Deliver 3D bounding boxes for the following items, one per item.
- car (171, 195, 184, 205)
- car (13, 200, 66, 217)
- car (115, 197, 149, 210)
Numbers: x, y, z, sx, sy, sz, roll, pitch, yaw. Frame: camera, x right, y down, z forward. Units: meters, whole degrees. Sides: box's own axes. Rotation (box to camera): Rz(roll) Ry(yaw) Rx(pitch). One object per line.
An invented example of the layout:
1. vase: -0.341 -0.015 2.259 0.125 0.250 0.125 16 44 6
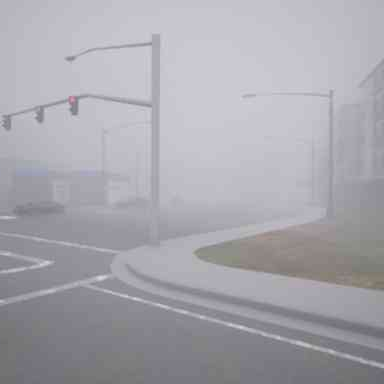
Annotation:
1. car: -2.375 1.267 55.121 1.837 1.490 4.892 0 0 3
2. car: -13.331 1.366 29.216 1.994 1.385 4.181 1 0 36
3. car: -6.914 1.277 38.878 1.882 1.535 5.008 0 0 26
